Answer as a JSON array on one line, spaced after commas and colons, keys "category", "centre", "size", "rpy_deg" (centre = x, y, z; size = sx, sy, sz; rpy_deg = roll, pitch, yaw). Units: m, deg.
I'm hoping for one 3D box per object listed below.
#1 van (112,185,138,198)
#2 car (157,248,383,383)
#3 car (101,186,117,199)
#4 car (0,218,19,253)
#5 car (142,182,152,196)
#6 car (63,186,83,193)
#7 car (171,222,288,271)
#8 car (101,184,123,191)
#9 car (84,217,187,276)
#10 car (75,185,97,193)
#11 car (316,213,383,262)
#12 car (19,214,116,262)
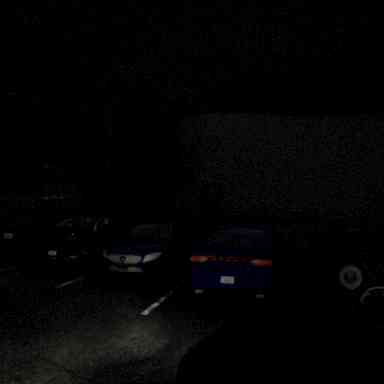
[{"category": "van", "centre": [-12.108, -0.058, 59.292], "size": [4.442, 1.987, 1.878], "rpy_deg": [3, 6, 38]}, {"category": "car", "centre": [2.137, 1.476, 1.898], "size": [5.008, 1.535, 1.882], "rpy_deg": [-1, 0, 36]}, {"category": "car", "centre": [-14.736, 0.337, 57.792], "size": [5.008, 1.535, 2.097], "rpy_deg": [3, 6, 38]}, {"category": "car", "centre": [-5.678, 1.630, 13.900], "size": [2.163, 1.488, 4.792], "rpy_deg": [0, -1, 18]}, {"category": "car", "centre": [-9.694, -0.265, 60.966], "size": [5.566, 2.045, 2.435], "rpy_deg": [3, 7, 38]}, {"category": "car", "centre": [-25.591, -0.516, 70.906], "size": [4.674, 1.452, 2.002], "rpy_deg": [1, 5, 36]}, {"category": "car", "centre": [1.370, 1.517, 8.509], "size": [2.097, 1.535, 5.008], "rpy_deg": [0, -1, 17]}, {"category": "car", "centre": [-18.304, -1.058, 75.878], "size": [4.792, 1.488, 2.163], "rpy_deg": [1, 5, 36]}, {"category": "car", "centre": [-0.991, 1.584, 10.276], "size": [2.002, 1.452, 4.674], "rpy_deg": [0, -1, 17]}, {"category": "car", "centre": [-23.129, -0.703, 72.544], "size": [4.792, 1.488, 2.163], "rpy_deg": [1, 5, 36]}, {"category": "car", "centre": [3.770, 1.368, 6.805], "size": [2.185, 1.767, 4.553], "rpy_deg": [0, -1, 16]}, {"category": "car", "centre": [-3.355, 1.572, 12.056], "size": [2.231, 1.521, 4.892], "rpy_deg": [-1, -1, 18]}]
